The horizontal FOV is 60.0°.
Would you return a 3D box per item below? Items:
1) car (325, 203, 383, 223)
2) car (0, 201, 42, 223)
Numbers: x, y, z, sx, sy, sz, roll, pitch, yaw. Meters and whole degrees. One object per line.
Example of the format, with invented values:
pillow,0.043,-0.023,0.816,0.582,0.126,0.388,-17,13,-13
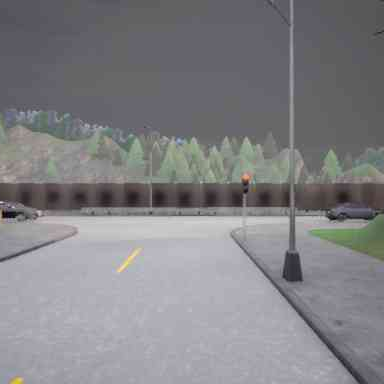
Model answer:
car,12.323,1.495,25.076,4.181,1.385,1.994,0,0,0
car,-13.921,1.435,25.075,4.902,1.511,2.128,0,0,0
